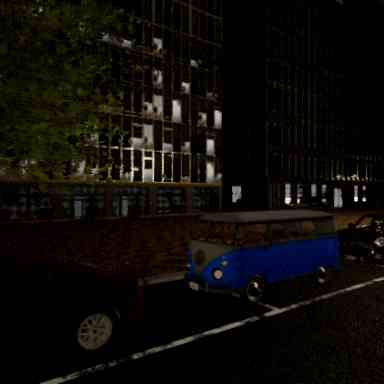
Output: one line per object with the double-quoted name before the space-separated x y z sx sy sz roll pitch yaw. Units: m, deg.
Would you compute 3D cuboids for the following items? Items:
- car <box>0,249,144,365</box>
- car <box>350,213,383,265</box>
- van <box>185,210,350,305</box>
"car" -2.864 1.545 4.516 4.507 1.381 1.887 0 0 -35
"car" 6.367 1.433 11.098 4.097 1.590 1.967 0 0 -35
"van" 1.752 1.338 7.807 3.998 1.788 1.690 0 0 -35
